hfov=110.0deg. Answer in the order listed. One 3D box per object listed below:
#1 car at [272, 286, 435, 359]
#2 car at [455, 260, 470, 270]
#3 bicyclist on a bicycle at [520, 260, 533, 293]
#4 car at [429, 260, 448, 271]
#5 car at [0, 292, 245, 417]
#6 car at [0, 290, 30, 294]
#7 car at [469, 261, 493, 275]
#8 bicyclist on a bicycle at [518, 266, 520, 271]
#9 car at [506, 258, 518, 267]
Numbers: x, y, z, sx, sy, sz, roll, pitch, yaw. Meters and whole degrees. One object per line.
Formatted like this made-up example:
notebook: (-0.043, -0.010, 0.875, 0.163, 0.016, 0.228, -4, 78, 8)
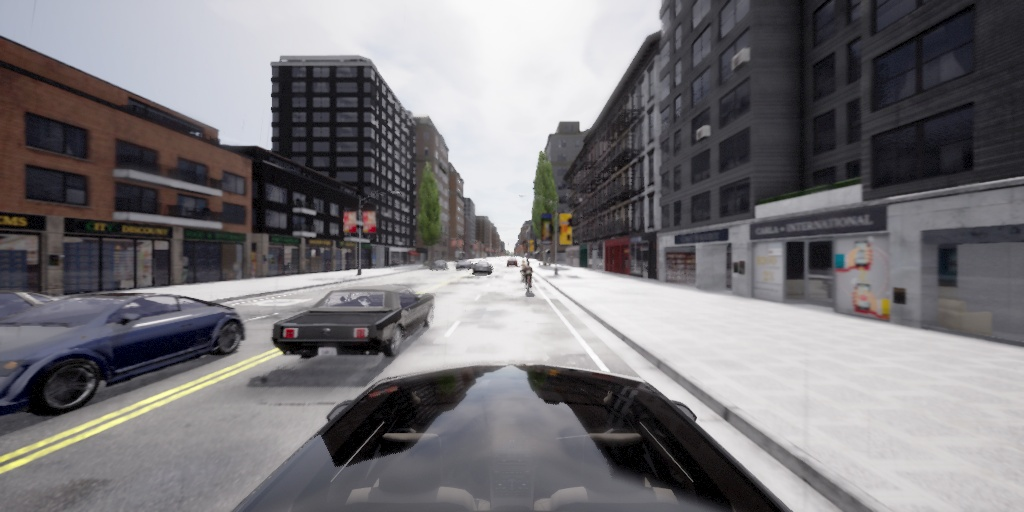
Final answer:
car: (-3.150, 1.344, 8.357, 1.895, 1.301, 4.718, 0, 0, 0)
car: (-6.567, 1.255, 49.651, 1.994, 1.385, 4.181, 0, 0, 0)
bicyclist on a bicycle: (0.893, 1.185, 19.147, 0.582, 1.620, 1.656, 0, 0, 0)
car: (-9.819, 1.218, 48.300, 1.812, 1.442, 4.674, 0, 0, 0)
car: (-6.598, 1.310, 5.803, 1.994, 1.385, 4.181, 0, 0, 0)
car: (-9.851, 1.293, 5.914, 2.033, 1.411, 5.357, 0, 0, 0)
car: (-3.149, 1.270, 39.115, 1.994, 1.385, 4.181, 0, 0, 0)
bicyclist on a bicycle: (0.908, 1.157, 28.770, 0.866, 1.612, 1.509, 0, 0, 0)
car: (0.046, 1.147, 63.717, 1.882, 1.535, 5.008, 0, 0, 0)
